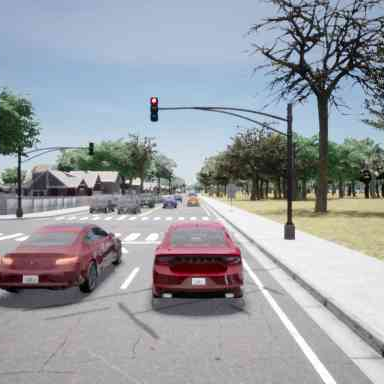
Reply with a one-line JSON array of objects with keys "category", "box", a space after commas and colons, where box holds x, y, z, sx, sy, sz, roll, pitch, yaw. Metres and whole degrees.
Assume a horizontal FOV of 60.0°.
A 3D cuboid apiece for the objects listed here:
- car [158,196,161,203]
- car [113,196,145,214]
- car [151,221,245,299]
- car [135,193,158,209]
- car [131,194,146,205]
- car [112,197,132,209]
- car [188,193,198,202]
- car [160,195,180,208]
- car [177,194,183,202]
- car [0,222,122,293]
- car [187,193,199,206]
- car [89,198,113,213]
[{"category": "car", "box": [-6.424, 1.483, 62.795, 1.837, 1.490, 4.892, 0, 0, 1]}, {"category": "car", "box": [-6.524, 1.499, 34.892, 1.837, 1.490, 4.892, 0, 0, 0]}, {"category": "car", "box": [0.115, 1.477, 8.531, 1.882, 1.535, 5.008, 0, 0, 0]}, {"category": "car", "box": [-6.498, 1.212, 46.555, 2.150, 2.045, 5.566, 0, 0, 0]}, {"category": "car", "box": [-9.692, 1.329, 60.454, 2.097, 1.767, 4.553, 0, 0, 0]}, {"category": "car", "box": [-9.744, 1.515, 46.670, 1.812, 1.442, 4.674, 0, 0, 0]}, {"category": "car", "box": [0.160, 1.190, 76.359, 2.150, 2.045, 5.566, 0, 0, 0]}, {"category": "car", "box": [-3.048, 1.514, 47.571, 1.812, 1.442, 4.674, 0, 0, 0]}, {"category": "car", "box": [-3.094, 1.323, 72.582, 2.097, 1.767, 4.553, 0, 0, 0]}, {"category": "car", "box": [-3.132, 1.525, 8.741, 1.812, 1.442, 4.674, 0, 0, 0]}, {"category": "car", "box": [0.217, 1.460, 55.176, 1.882, 1.535, 5.008, 0, 0, 0]}, {"category": "car", "box": [-9.769, 1.498, 36.402, 1.837, 1.490, 4.892, 0, 0, 0]}]
